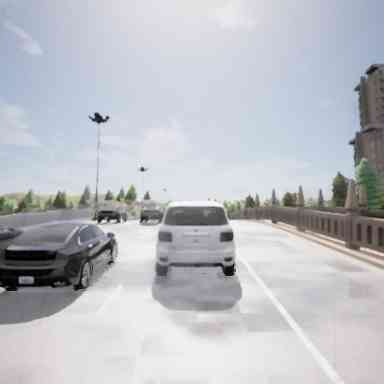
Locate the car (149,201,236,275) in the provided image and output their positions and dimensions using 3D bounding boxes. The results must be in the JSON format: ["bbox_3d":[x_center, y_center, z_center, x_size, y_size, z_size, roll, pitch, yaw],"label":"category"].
[{"bbox_3d":[0.101,1.298,10.871,2.150,2.045,5.566,0,0,0],"label":"car"}]

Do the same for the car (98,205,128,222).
[{"bbox_3d":[-6.900,1.950,29.232,1.837,1.490,4.892,0,-3,0],"label":"car"}]

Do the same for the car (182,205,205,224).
[{"bbox_3d":[0.100,1.950,29.266,1.837,1.490,4.892,0,-3,0],"label":"car"}]

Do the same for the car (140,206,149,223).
[{"bbox_3d":[-3.400,1.945,29.377,2.128,1.511,4.902,0,-3,0],"label":"car"}]

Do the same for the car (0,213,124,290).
[{"bbox_3d":[-3.399,1.571,9.244,1.837,1.490,4.892,0,0,0],"label":"car"}]

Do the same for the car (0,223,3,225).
[{"bbox_3d":[-6.899,1.566,10.334,2.128,1.511,4.902,0,0,0],"label":"car"}]
